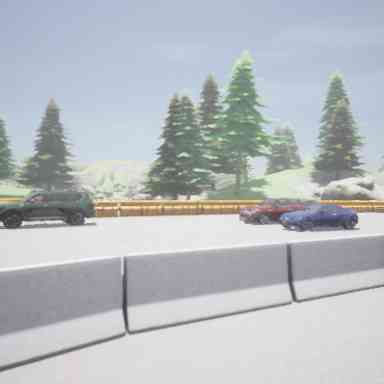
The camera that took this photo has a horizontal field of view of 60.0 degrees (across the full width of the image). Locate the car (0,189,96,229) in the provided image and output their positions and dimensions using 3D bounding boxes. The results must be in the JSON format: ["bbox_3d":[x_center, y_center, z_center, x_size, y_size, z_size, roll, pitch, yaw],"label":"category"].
[{"bbox_3d":[-8.477,0.943,19.290,5.566,2.045,2.150,1,0,-31],"label":"car"}]

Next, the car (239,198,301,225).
[{"bbox_3d":[5.438,1.166,22.070,4.553,1.767,2.097,0,1,-19],"label":"car"}]

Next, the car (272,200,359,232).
[{"bbox_3d":[7.223,1.387,18.820,4.674,1.442,1.812,0,1,-19],"label":"car"}]

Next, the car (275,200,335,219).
[{"bbox_3d":[9.140,1.348,26.920,4.181,1.385,1.994,0,1,-15],"label":"car"}]

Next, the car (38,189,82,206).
[{"bbox_3d":[-17.111,0.628,43.385,2.150,2.045,5.566,1,1,21],"label":"car"}]
